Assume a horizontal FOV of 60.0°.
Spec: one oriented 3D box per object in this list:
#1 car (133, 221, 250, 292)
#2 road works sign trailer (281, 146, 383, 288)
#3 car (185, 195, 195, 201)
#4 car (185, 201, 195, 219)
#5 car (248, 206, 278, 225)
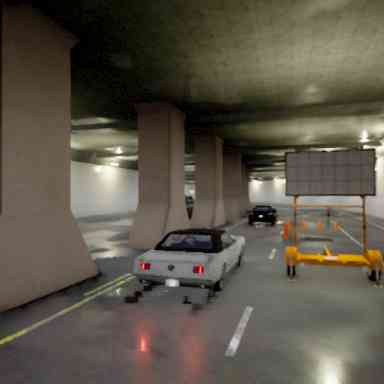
[{"bbox_3d":[0.258,1.672,9.253,1.895,1.301,4.718,0,0,18],"label":"car"},{"bbox_3d":[3.942,0.524,9.637,2.380,3.560,2.880,0,0,18],"label":"road works sign trailer"},{"bbox_3d":[-0.843,1.791,74.293,2.150,2.045,5.566,0,0,-12],"label":"car"},{"bbox_3d":[-0.812,1.779,29.649,2.033,1.411,5.357,0,0,17],"label":"car"},{"bbox_3d":[5.636,1.744,26.121,1.994,1.385,4.181,0,0,18],"label":"car"}]
